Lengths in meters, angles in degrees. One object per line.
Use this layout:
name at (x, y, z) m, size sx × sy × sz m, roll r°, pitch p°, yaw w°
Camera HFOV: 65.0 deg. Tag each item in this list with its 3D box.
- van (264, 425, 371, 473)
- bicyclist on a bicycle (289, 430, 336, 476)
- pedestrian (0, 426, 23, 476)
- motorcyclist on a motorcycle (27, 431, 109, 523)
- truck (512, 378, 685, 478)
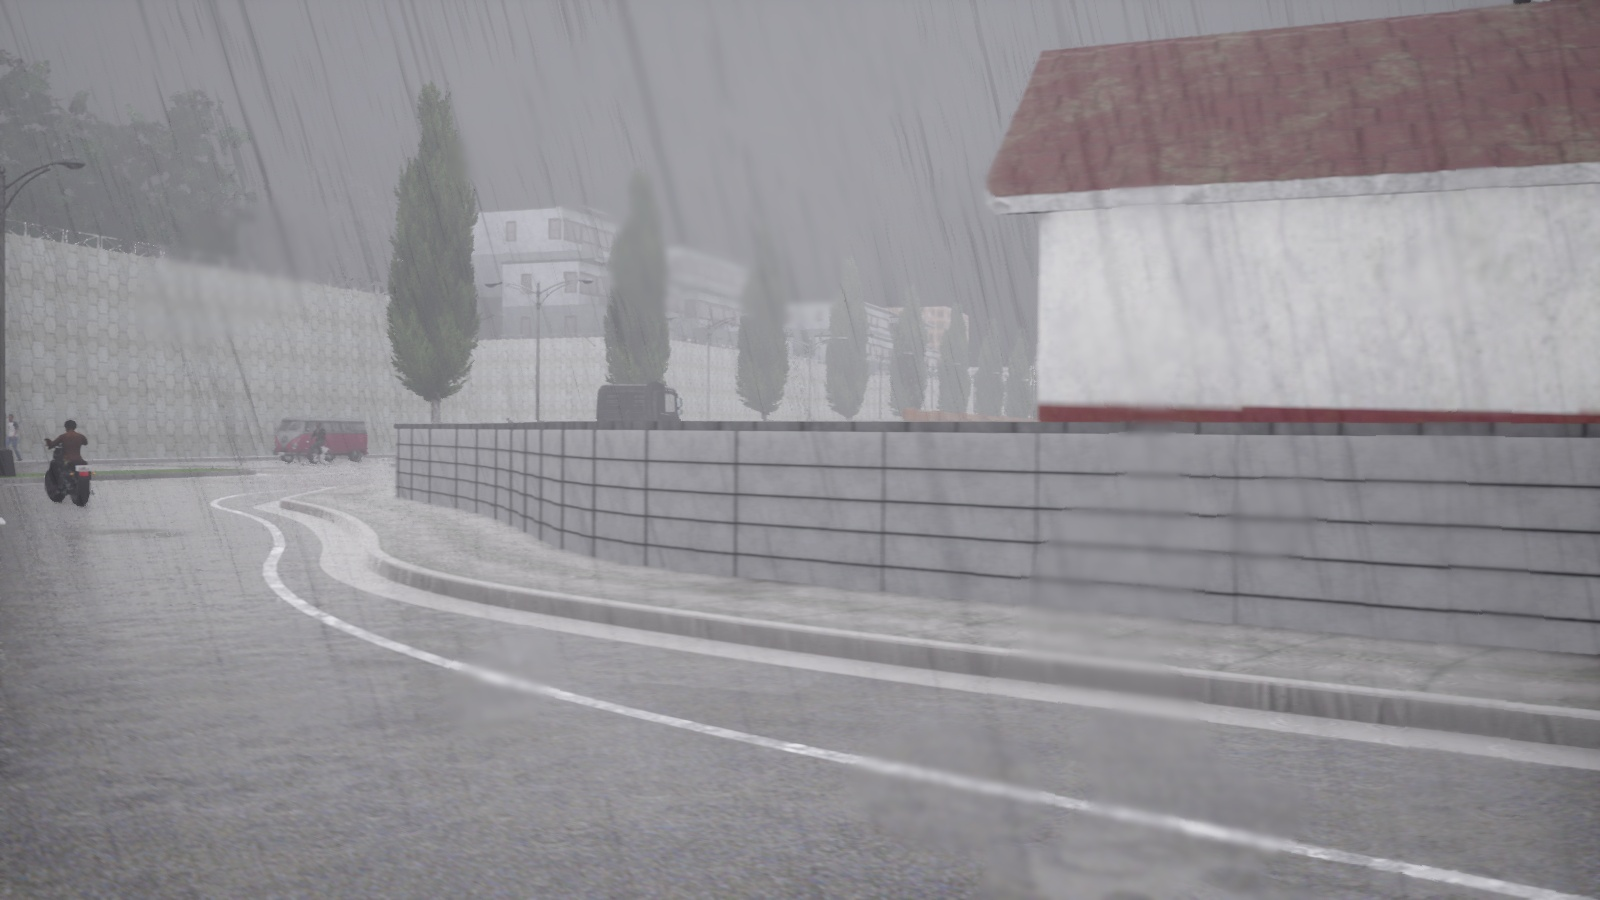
van at (-20.927, -0.061, 54.671) m, size 1.775 × 1.987 × 4.442 m, roll 0°, pitch 1°, yaw 21°
bicyclist on a bicycle at (-19.188, 0.111, 49.450) m, size 0.659 × 1.776 × 1.843 m, roll 0°, pitch 1°, yaw 21°
pedestrian at (-29.375, 0.022, 46.737) m, size 0.354 × 1.836 × 0.706 m, roll 0°, pitch 1°, yaw 16°
motorcyclist on a motorcycle at (-13.836, 0.488, 23.716) m, size 0.766 × 1.649 × 2.350 m, roll -2°, pitch 1°, yaw -44°
truck at (-7.463, -0.825, 47.907) m, size 2.891 × 3.462 × 7.936 m, roll 0°, pitch 1°, yaw 21°
